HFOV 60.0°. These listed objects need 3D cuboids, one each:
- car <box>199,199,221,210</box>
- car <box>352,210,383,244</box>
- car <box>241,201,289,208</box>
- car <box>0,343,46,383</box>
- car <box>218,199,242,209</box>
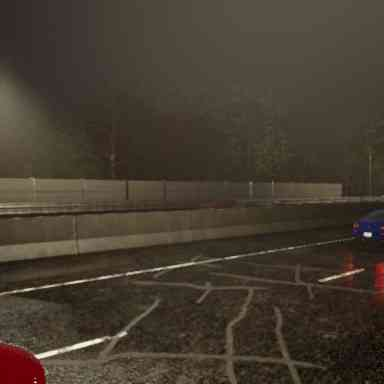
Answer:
[{"bbox_3d":[2.896,1.418,31.828,5.008,1.535,1.882,0,0,-35],"label":"car"},{"bbox_3d":[8.697,1.479,14.241,4.674,1.442,1.812,0,0,-35],"label":"car"},{"bbox_3d":[6.201,1.507,25.591,4.181,1.385,1.994,0,0,-35],"label":"car"},{"bbox_3d":[-3.155,1.532,1.498,4.674,1.442,1.812,0,0,-35],"label":"car"},{"bbox_3d":[4.755,1.505,28.855,4.181,1.385,1.994,0,0,-35],"label":"car"}]
